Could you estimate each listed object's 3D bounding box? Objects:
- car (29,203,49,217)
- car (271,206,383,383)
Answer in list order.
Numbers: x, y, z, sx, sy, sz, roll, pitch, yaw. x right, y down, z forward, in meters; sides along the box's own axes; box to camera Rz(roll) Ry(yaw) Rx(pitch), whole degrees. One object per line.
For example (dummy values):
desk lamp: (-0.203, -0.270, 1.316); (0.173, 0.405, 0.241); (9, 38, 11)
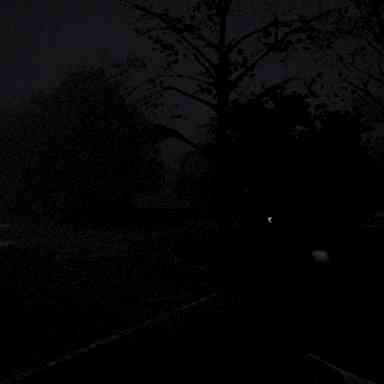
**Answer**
car: (-17.518, 1.974, 38.102); (1.882, 1.535, 5.008); (0, -1, -27)
car: (2.817, 1.229, 3.783); (2.435, 2.045, 5.566); (0, 0, 35)
